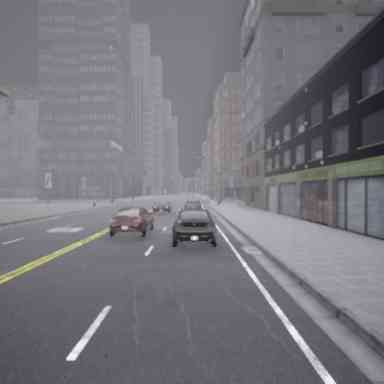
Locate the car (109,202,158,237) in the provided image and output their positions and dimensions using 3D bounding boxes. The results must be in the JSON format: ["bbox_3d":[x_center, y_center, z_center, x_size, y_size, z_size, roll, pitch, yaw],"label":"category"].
[{"bbox_3d":[-3.161,1.506,17.947,1.812,1.442,4.674,0,0,0],"label":"car"}]

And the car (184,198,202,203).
[{"bbox_3d":[0.094,1.450,37.551,2.128,1.511,4.902,0,0,0],"label":"car"}]

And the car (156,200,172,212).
[{"bbox_3d":[-3.155,1.561,36.261,1.895,1.301,4.718,0,0,0],"label":"car"}]

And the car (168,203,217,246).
[{"bbox_3d":[0.096,1.490,15.215,1.837,1.490,4.892,0,1,0],"label":"car"}]
